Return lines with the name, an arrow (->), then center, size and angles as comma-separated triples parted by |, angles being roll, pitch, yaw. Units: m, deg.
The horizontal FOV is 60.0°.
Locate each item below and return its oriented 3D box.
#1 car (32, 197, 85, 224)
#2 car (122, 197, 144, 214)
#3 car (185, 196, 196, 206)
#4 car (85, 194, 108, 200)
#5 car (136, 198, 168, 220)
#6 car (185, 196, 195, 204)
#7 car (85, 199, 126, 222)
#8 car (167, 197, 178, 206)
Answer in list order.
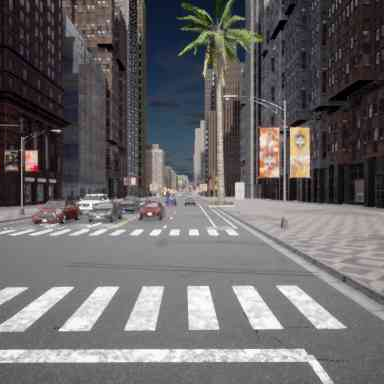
car -> -9.987, 1.357, 24.770 | 2.097, 1.767, 4.553 | 0, 0, 0
car -> -6.802, 1.558, 35.850 | 2.033, 1.411, 5.357 | 0, 0, 0
car -> -0.321, 1.586, 56.124 | 2.033, 1.411, 5.357 | 0, 0, 0
car -> -10.043, 1.231, 34.257 | 2.150, 2.045, 5.566 | 0, 0, 0
car -> -3.301, 1.532, 28.248 | 1.812, 1.442, 4.674 | 0, 0, 0
car -> -0.381, 1.539, 66.547 | 1.882, 1.535, 5.008 | 0, 0, 0
car -> -6.742, 1.531, 26.179 | 1.812, 1.442, 4.674 | 0, 0, 0
car -> -3.573, 1.566, 56.950 | 1.812, 1.442, 4.674 | 0, 0, 0
